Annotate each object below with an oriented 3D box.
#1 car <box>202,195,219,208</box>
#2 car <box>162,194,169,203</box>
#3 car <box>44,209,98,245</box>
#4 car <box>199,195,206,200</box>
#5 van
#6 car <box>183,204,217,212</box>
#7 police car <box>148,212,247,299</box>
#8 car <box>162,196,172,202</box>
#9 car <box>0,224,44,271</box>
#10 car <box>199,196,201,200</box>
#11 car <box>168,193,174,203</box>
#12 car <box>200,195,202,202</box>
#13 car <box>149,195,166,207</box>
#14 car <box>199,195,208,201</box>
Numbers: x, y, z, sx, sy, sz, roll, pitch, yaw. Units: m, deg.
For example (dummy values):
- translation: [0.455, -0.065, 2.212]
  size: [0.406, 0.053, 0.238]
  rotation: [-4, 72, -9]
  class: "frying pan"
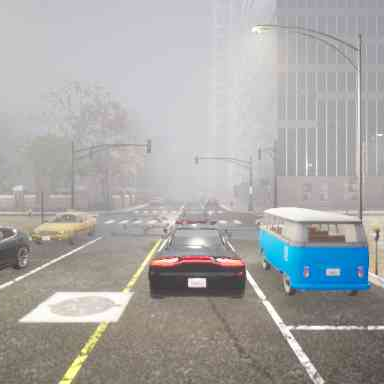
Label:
- translation: [2.756, 1.443, 46.523]
  size: [1.967, 1.590, 4.097]
  rotation: [0, 0, 0]
  class: "car"
- translation: [-5.610, 1.554, 57.895]
  size: [2.008, 1.369, 4.403]
  rotation: [0, 0, 0]
  class: "car"
- translation: [-5.797, 1.527, 15.642]
  size: [1.752, 1.417, 4.829]
  rotation: [0, 0, 0]
  class: "car"
- translation: [2.819, 1.506, 92.144]
  size: [1.752, 1.417, 4.829]
  rotation: [0, 0, 0]
  class: "car"
- translation: [2.785, 1.342, 8.397]
  size: [1.690, 1.788, 3.998]
  rotation: [0, 0, 0]
  class: "van"
- translation: [0.123, 1.565, 17.545]
  size: [1.994, 1.385, 4.181]
  rotation: [0, 0, 0]
  class: "car"
- translation: [0.108, 1.506, 8.583]
  size: [2.038, 1.542, 4.974]
  rotation: [0, 0, 0]
  class: "police car"
- translation: [-5.587, 1.581, 74.943]
  size: [1.802, 1.307, 4.206]
  rotation: [0, 0, 0]
  class: "car"
- translation: [-5.759, 1.567, 8.407]
  size: [1.947, 1.339, 4.313]
  rotation: [0, 0, 0]
  class: "car"
- translation: [2.795, 1.565, 74.927]
  size: [1.947, 1.339, 4.313]
  rotation: [0, 0, 0]
  class: "car"
- translation: [-5.593, 1.317, 69.261]
  size: [2.192, 1.841, 5.009]
  rotation: [0, 0, 0]
  class: "car"
- translation: [2.763, 1.569, 52.203]
  size: [1.947, 1.339, 4.313]
  rotation: [0, 0, 0]
  class: "car"
- translation: [-5.618, 1.548, 52.212]
  size: [1.887, 1.381, 4.507]
  rotation: [0, 0, 0]
  class: "car"
- translation: [2.803, 1.435, 80.609]
  size: [1.967, 1.590, 4.097]
  rotation: [0, 0, 0]
  class: "car"
